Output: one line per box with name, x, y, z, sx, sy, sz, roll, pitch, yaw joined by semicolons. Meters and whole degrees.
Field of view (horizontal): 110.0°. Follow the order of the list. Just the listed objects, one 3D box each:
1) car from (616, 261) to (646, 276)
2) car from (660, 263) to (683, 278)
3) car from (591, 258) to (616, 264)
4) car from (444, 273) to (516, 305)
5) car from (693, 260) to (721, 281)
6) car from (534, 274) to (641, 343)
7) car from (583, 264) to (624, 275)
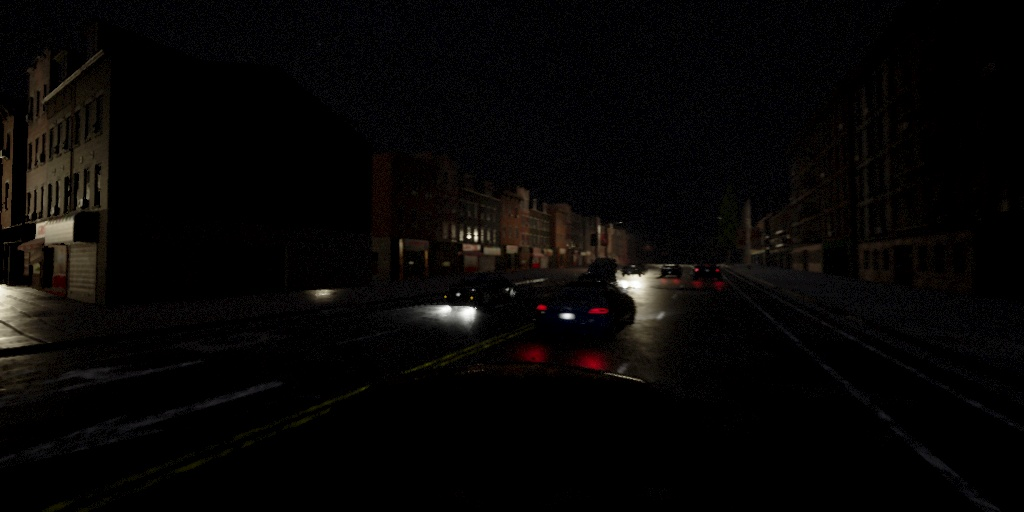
car;12.527;1.316;36.831;2.128;1.511;4.902;-1;0;28
car;16.722;1.433;37.593;2.128;1.511;4.902;-1;0;28
car;10.018;1.245;39.049;2.150;2.045;5.566;-1;-1;28
car;-1.452;1.516;17.567;1.994;1.385;4.181;-1;-1;28
car;17.552;1.244;32.293;2.097;1.767;4.553;-1;0;28
car;2.229;1.396;10.201;1.994;1.385;4.181;-1;-1;28
car;5.919;1.500;24.542;2.033;1.411;5.357;-1;-1;28
